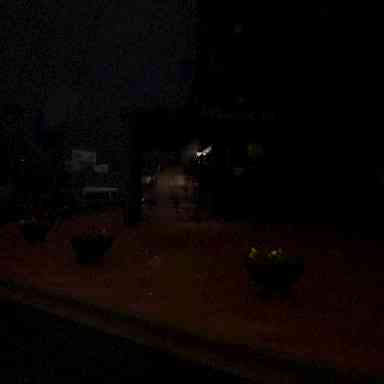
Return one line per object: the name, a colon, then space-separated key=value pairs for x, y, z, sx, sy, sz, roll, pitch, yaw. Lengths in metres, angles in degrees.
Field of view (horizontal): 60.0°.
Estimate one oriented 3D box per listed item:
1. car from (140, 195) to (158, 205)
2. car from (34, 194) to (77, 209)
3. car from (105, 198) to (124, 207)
car: x=-8.399 y=1.423 z=61.201 sx=2.097 sy=1.767 sz=4.553 roll=0 pitch=0 yaw=33
car: x=-18.740 y=1.242 z=45.951 sx=2.150 sy=2.045 sz=5.566 roll=0 pitch=0 yaw=40
car: x=-11.071 y=1.573 z=50.109 sx=1.812 sy=1.442 sz=4.674 roll=0 pitch=0 yaw=31
